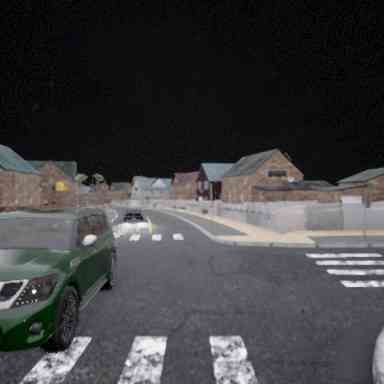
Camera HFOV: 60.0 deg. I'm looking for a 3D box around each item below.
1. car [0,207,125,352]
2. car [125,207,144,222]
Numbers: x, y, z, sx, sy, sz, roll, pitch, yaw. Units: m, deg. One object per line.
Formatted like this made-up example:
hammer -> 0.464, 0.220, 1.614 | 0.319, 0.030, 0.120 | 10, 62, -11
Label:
car -> -2.934, 1.343, 6.614 | 2.150, 2.045, 5.566 | 0, -2, -2
car -> -5.448, 2.056, 31.351 | 1.895, 1.301, 4.718 | 0, -1, -9
